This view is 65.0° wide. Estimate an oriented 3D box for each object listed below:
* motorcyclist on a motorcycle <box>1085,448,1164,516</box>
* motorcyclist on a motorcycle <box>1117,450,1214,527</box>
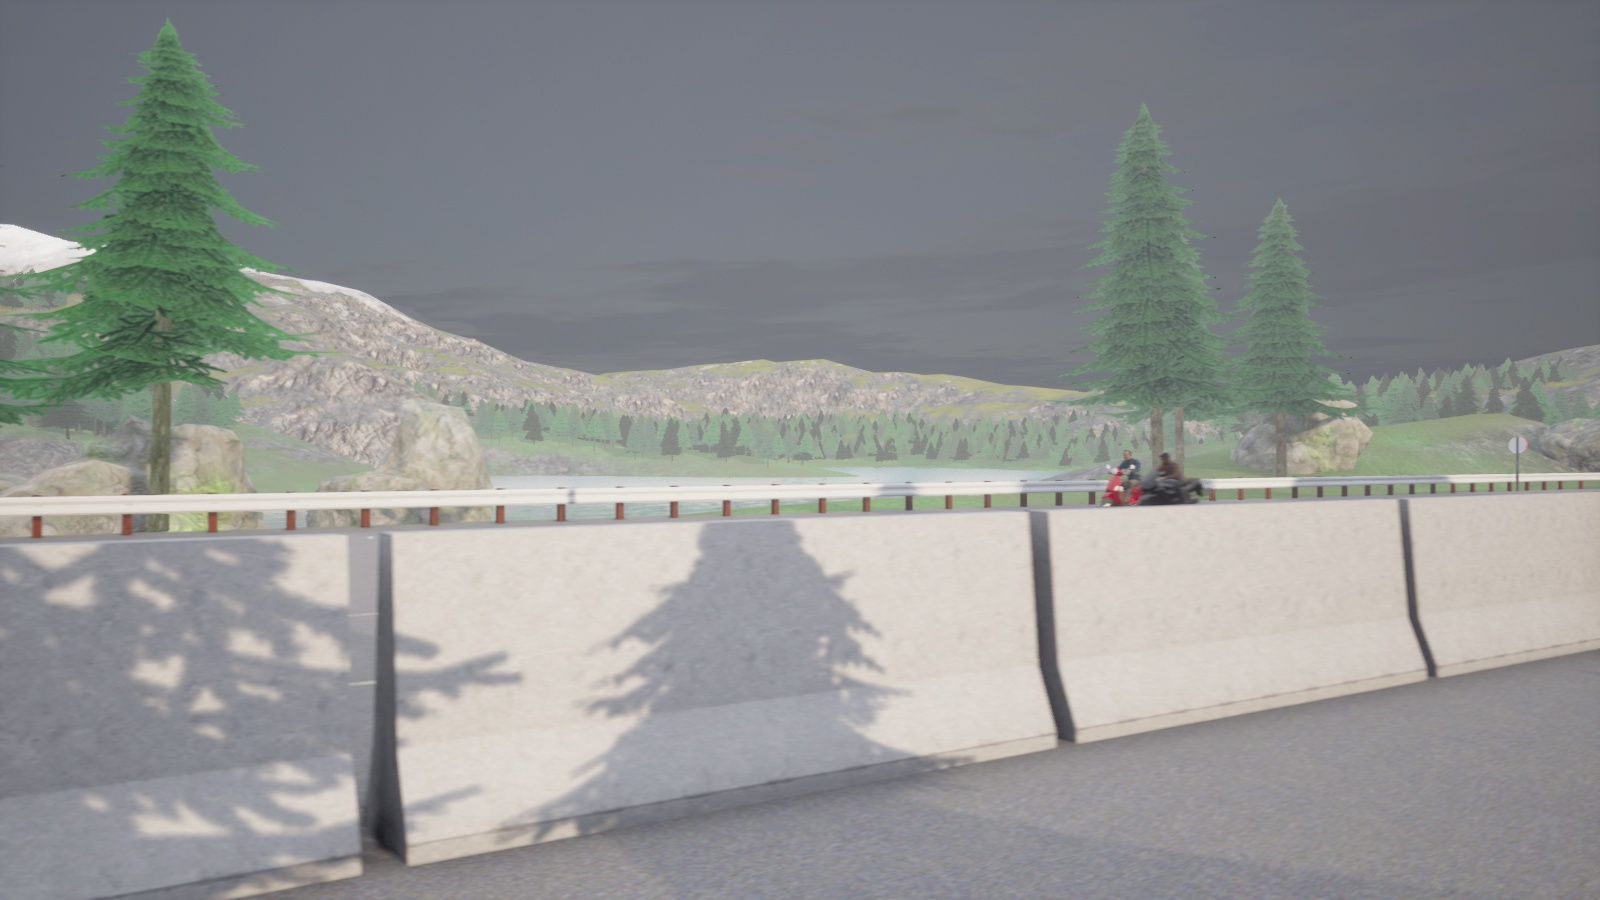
[{"bbox_3d":[7.886,0.757,30.495,1.817,1.590,0.866,0,0,-35],"label":"motorcyclist on a motorcycle"},{"bbox_3d":[7.584,0.774,26.017,2.044,1.523,0.797,-1,0,-35],"label":"motorcyclist on a motorcycle"}]
